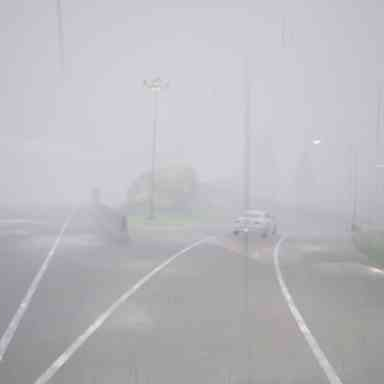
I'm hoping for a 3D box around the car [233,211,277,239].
[{"bbox_3d":[3.778,1.834,19.587,1.812,1.442,4.674,1,-1,24],"label":"car"}]
